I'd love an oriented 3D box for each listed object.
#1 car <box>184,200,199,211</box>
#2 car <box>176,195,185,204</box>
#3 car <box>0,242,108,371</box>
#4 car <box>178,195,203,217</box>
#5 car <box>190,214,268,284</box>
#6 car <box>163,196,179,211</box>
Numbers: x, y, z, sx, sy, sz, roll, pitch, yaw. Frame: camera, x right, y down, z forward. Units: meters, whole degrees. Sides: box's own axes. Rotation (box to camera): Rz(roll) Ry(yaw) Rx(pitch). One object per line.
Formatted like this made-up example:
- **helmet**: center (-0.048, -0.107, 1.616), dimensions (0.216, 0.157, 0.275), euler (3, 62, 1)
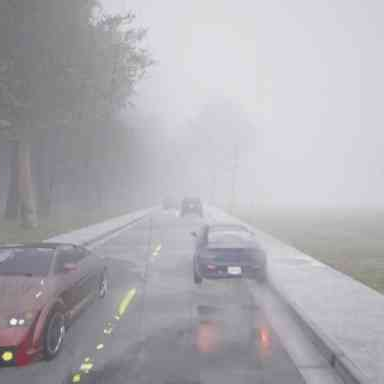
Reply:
- **car**: center (-0.064, 1.875, 48.033), dimensions (2.128, 1.511, 4.902), euler (0, 0, 0)
- **car**: center (-2.920, 1.894, 84.350), dimensions (2.150, 2.045, 5.566), euler (0, -1, 0)
- **car**: center (-2.860, 1.611, 5.845), dimensions (1.994, 1.385, 4.181), euler (0, 0, 0)
- **car**: center (-0.007, 1.501, 34.711), dimensions (2.150, 2.045, 5.566), euler (0, 0, 0)
- **car**: center (0.944, 1.605, 9.744), dimensions (1.812, 1.442, 4.674), euler (0, 0, 0)
- **car**: center (-2.941, 1.604, 48.135), dimensions (2.150, 2.045, 5.566), euler (0, 0, 0)
